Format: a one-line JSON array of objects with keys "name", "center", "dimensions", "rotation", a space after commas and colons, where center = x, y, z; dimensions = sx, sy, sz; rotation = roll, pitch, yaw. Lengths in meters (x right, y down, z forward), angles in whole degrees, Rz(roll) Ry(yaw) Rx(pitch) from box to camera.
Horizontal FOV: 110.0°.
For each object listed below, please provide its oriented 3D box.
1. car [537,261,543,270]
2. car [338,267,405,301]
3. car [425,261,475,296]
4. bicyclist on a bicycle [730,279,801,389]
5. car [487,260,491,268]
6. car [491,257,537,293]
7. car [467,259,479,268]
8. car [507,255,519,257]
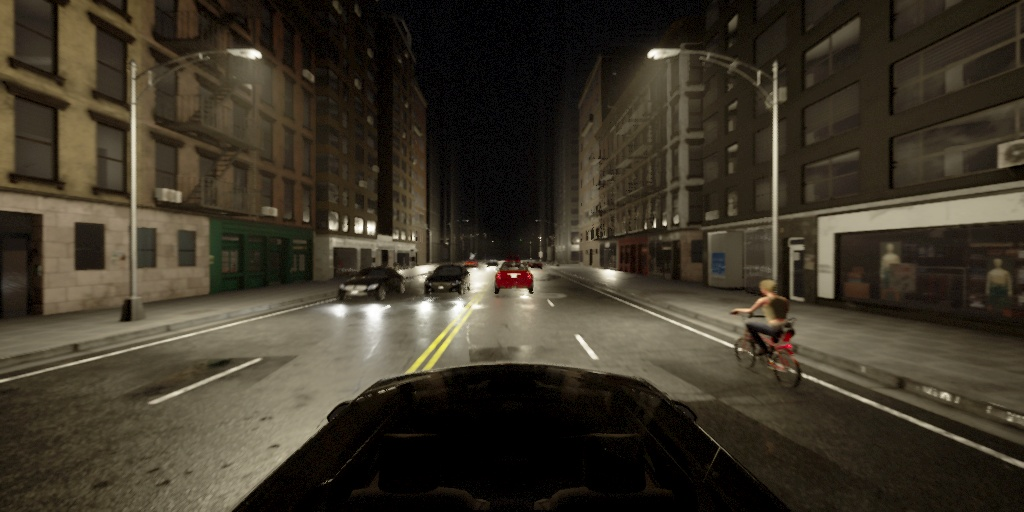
[{"name": "car", "center": [3.364, 1.302, 52.232], "dimensions": [1.895, 1.301, 4.718], "rotation": [0, 0, 0]}, {"name": "car", "center": [-6.606, 1.262, 17.409], "dimensions": [1.812, 1.442, 4.674], "rotation": [0, 0, 0]}, {"name": "car", "center": [-3.345, 1.213, 19.425], "dimensions": [1.882, 1.535, 5.008], "rotation": [0, 0, 0]}, {"name": "bicyclist on a bicycle", "center": [4.144, 1.185, 5.895], "dimensions": [0.866, 1.612, 1.509], "rotation": [0, 0, 0]}, {"name": "car", "center": [-3.265, 1.292, 60.876], "dimensions": [1.895, 1.301, 4.718], "rotation": [0, 0, 1]}, {"name": "car", "center": [0.104, 1.087, 20.903], "dimensions": [2.097, 1.767, 4.553], "rotation": [0, 0, 0]}, {"name": "car", "center": [-6.529, 1.215, 58.641], "dimensions": [1.812, 1.442, 4.674], "rotation": [0, 0, 1]}, {"name": "car", "center": [0.114, 0.927, 47.947], "dimensions": [2.150, 2.045, 5.566], "rotation": [0, 0, 0]}]
